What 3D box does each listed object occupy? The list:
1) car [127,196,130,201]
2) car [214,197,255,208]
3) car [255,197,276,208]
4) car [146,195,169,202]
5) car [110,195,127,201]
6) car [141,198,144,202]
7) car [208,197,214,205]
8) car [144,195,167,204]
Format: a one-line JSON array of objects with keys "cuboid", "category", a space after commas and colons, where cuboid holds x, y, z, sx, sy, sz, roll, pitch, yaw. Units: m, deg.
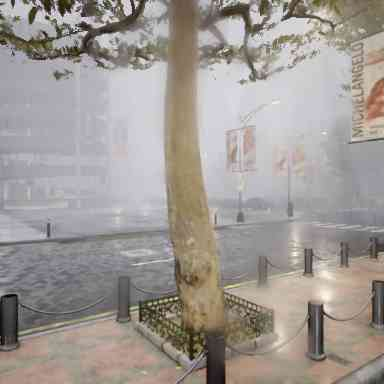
[{"cuboid": [-17.525, 1.440, 81.099, 4.892, 1.490, 1.837, 0, 0, 12], "category": "car"}, {"cuboid": [5.980, 1.547, 47.423, 2.033, 1.411, 5.357, 0, 0, -35], "category": "car"}, {"cuboid": [9.825, 1.505, 48.023, 1.837, 1.490, 4.892, 0, 0, -36], "category": "car"}, {"cuboid": [-7.932, 1.525, 77.283, 4.902, 1.511, 2.128, 0, 0, 26], "category": "car"}, {"cuboid": [-18.488, 1.427, 77.735, 5.008, 1.535, 1.882, 0, 0, 12], "category": "car"}, {"cuboid": [-8.956, 1.478, 73.872, 5.008, 1.535, 1.882, 0, 0, 30], "category": "car"}, {"cuboid": [4.178, 1.547, 55.966, 2.033, 1.411, 5.357, 0, 0, -36], "category": "car"}, {"cuboid": [-6.310, 1.505, 62.950, 4.892, 1.490, 1.837, 0, 0, 42], "category": "car"}]
